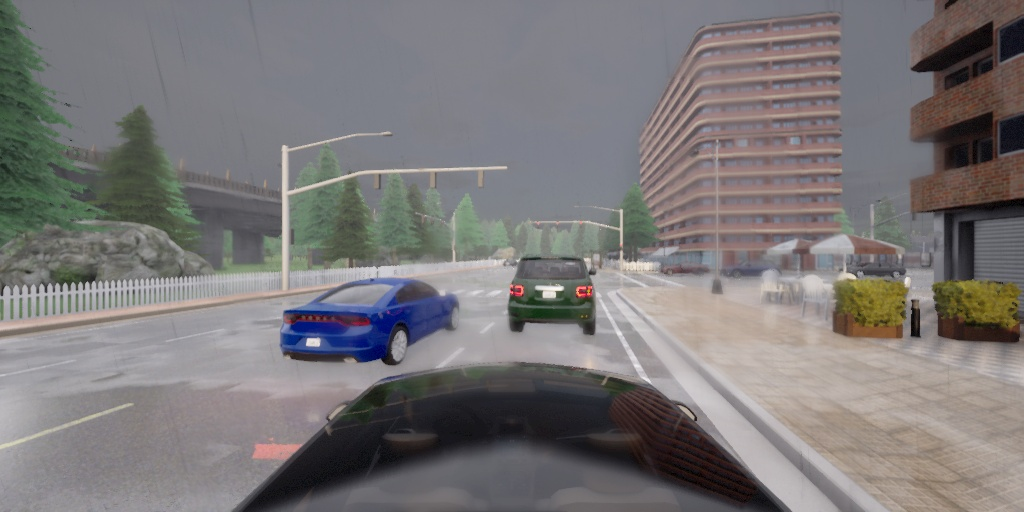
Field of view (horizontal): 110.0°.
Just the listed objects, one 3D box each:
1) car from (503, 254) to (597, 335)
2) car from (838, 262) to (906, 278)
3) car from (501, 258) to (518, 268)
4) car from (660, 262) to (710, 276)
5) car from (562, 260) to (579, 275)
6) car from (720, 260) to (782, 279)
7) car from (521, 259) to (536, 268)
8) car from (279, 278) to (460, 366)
[{"bbox_3d":[1.320,0.964,10.720,2.150,2.045,5.566,0,0,10],"label":"car"},{"bbox_3d":[33.812,1.314,33.793,4.892,1.490,1.837,0,0,10],"label":"car"},{"bbox_3d":[-0.360,1.194,62.323,2.128,1.511,4.902,0,0,10],"label":"car"},{"bbox_3d":[17.700,1.304,36.793,4.674,1.442,1.812,0,0,13],"label":"car"},{"bbox_3d":[6.720,1.276,41.113,1.812,1.442,4.674,0,0,10],"label":"car"},{"bbox_3d":[21.519,1.133,32.484,4.553,1.767,2.097,0,0,10],"label":"car"},{"bbox_3d":[2.776,1.268,60.022,1.994,1.385,4.181,0,0,10],"label":"car"},{"bbox_3d":[-2.709,1.223,8.140,1.882,1.535,5.008,0,0,11],"label":"car"}]
